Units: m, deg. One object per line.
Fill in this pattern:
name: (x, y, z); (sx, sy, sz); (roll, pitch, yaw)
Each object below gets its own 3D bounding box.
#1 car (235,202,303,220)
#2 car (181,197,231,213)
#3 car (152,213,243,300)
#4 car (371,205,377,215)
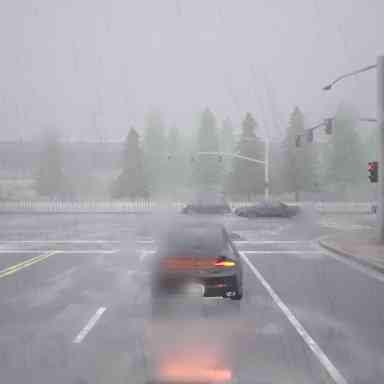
car: (6.290, 1.498, 27.381); (5.357, 1.411, 2.033); (0, 0, 0)
car: (1.257, 1.301, 30.912); (4.553, 1.767, 2.097); (0, 0, 0)
car: (0.172, 1.505, 8.401); (1.837, 1.490, 4.892); (0, 0, 2)
car: (19.275, 1.422, 30.769); (5.008, 1.535, 1.882); (0, 0, 1)
